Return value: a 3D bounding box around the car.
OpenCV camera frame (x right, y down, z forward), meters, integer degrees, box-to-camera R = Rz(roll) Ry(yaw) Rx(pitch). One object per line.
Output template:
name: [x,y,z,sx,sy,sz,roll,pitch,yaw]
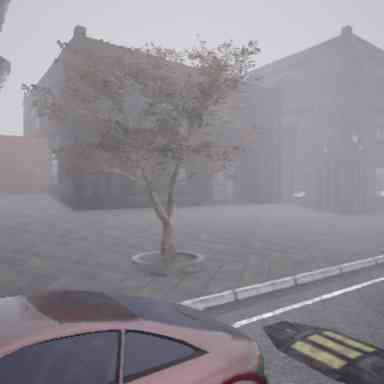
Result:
car: [-1.355,1.556,2.409,4.181,1.385,1.994,0,0,-36]
